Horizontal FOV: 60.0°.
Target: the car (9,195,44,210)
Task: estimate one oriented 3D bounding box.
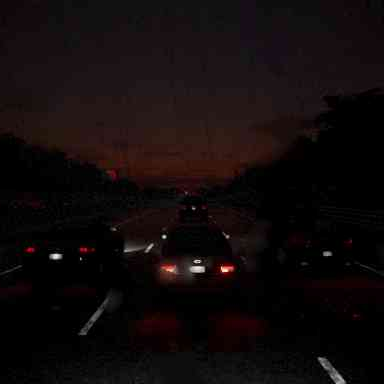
[{"bbox_3d":[-21.025,1.440,42.516,2.150,2.045,5.566,0,-1,0],"label":"car"}]

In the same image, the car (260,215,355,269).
[{"bbox_3d":[3.610,1.502,11.309,1.882,1.535,5.008,0,0,0],"label":"car"}]

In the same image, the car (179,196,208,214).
[{"bbox_3d":[0.128,1.340,27.625,2.150,2.045,5.566,0,0,0],"label":"car"}]

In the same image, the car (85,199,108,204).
[{"bbox_3d":[-13.950,1.772,49.872,1.882,1.535,5.008,0,-1,0],"label":"car"}]

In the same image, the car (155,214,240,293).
[{"bbox_3d":[0.109,1.563,8.992,2.033,1.411,5.357,0,0,0],"label":"car"}]

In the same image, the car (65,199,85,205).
[{"bbox_3d":[-17.449,1.835,49.987,1.837,1.490,4.892,0,-1,0],"label":"car"}]

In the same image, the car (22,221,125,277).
[{"bbox_3d":[-3.389,1.584,10.283,1.994,1.385,4.181,0,0,0],"label":"car"}]
